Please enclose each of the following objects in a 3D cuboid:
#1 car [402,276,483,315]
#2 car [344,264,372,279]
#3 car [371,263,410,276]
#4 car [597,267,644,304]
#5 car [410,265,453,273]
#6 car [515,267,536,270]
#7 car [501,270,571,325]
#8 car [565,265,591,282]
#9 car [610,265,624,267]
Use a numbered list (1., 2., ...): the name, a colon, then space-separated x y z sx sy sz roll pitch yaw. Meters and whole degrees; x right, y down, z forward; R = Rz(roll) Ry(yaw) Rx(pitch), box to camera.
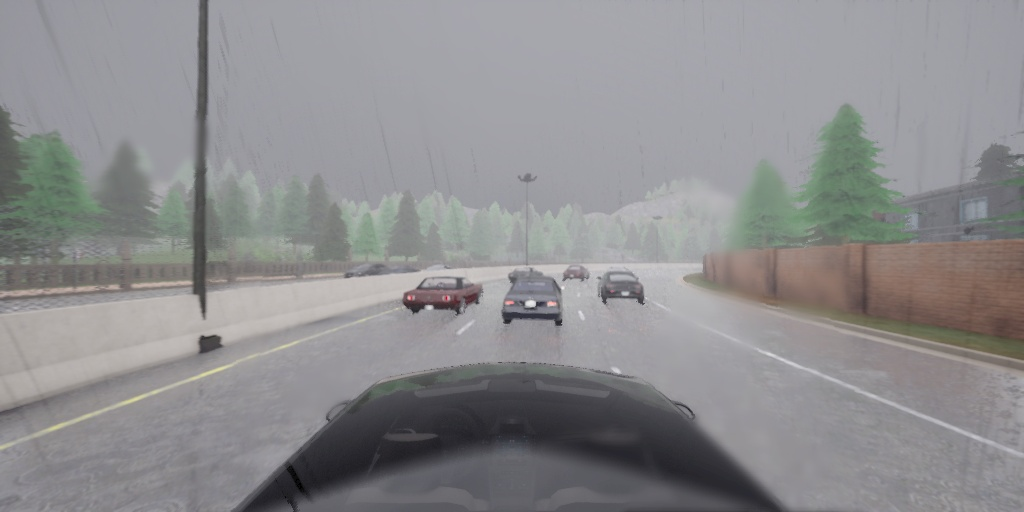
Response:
1. car: -2.447 1.432 14.044 1.895 1.301 4.718 0 0 7
2. car: -12.911 1.409 32.310 1.837 1.490 4.892 0 -1 17
3. car: -9.678 1.479 30.873 1.994 1.385 4.181 0 0 16
4. car: 5.188 1.438 17.411 1.812 1.442 4.674 0 0 10
5. car: -6.266 1.460 30.242 1.812 1.442 4.674 0 -1 17
6. car: 1.237 1.588 30.282 1.895 1.301 4.718 0 0 18
7. car: 0.817 1.388 12.368 2.033 1.411 5.357 0 0 7
8. car: 5.958 1.569 33.142 1.812 1.442 4.674 0 -1 20
9. car: 9.840 1.600 33.536 1.812 1.442 4.674 0 -1 21
